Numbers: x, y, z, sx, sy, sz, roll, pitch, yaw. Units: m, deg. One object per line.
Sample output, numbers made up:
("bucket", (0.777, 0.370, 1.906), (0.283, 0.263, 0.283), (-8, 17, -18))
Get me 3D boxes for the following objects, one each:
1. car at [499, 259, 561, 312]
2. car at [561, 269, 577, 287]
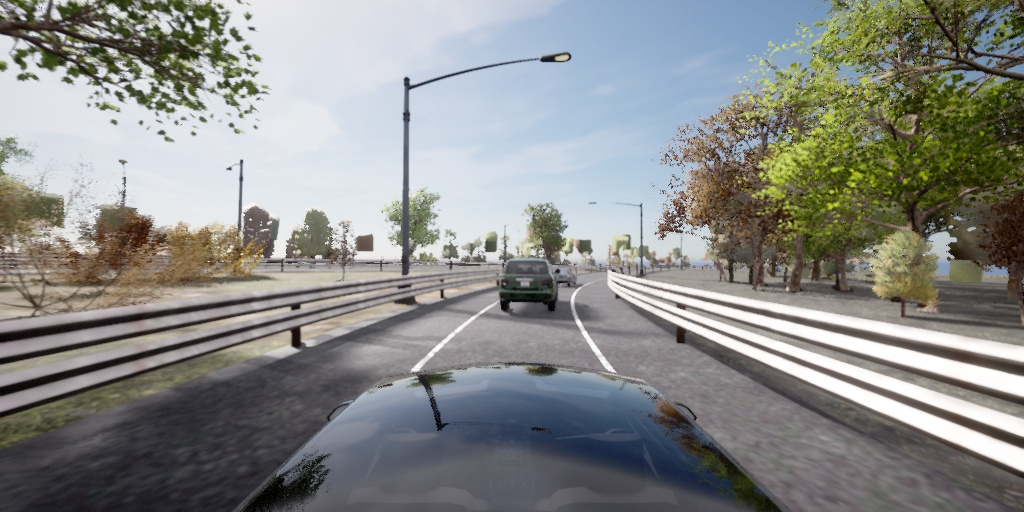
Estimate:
("car", (0.857, 1.141, 15.501), (2.150, 2.045, 5.566), (0, -1, 8))
("car", (4.201, 1.743, 29.775), (2.033, 1.411, 5.357), (0, -1, 18))
